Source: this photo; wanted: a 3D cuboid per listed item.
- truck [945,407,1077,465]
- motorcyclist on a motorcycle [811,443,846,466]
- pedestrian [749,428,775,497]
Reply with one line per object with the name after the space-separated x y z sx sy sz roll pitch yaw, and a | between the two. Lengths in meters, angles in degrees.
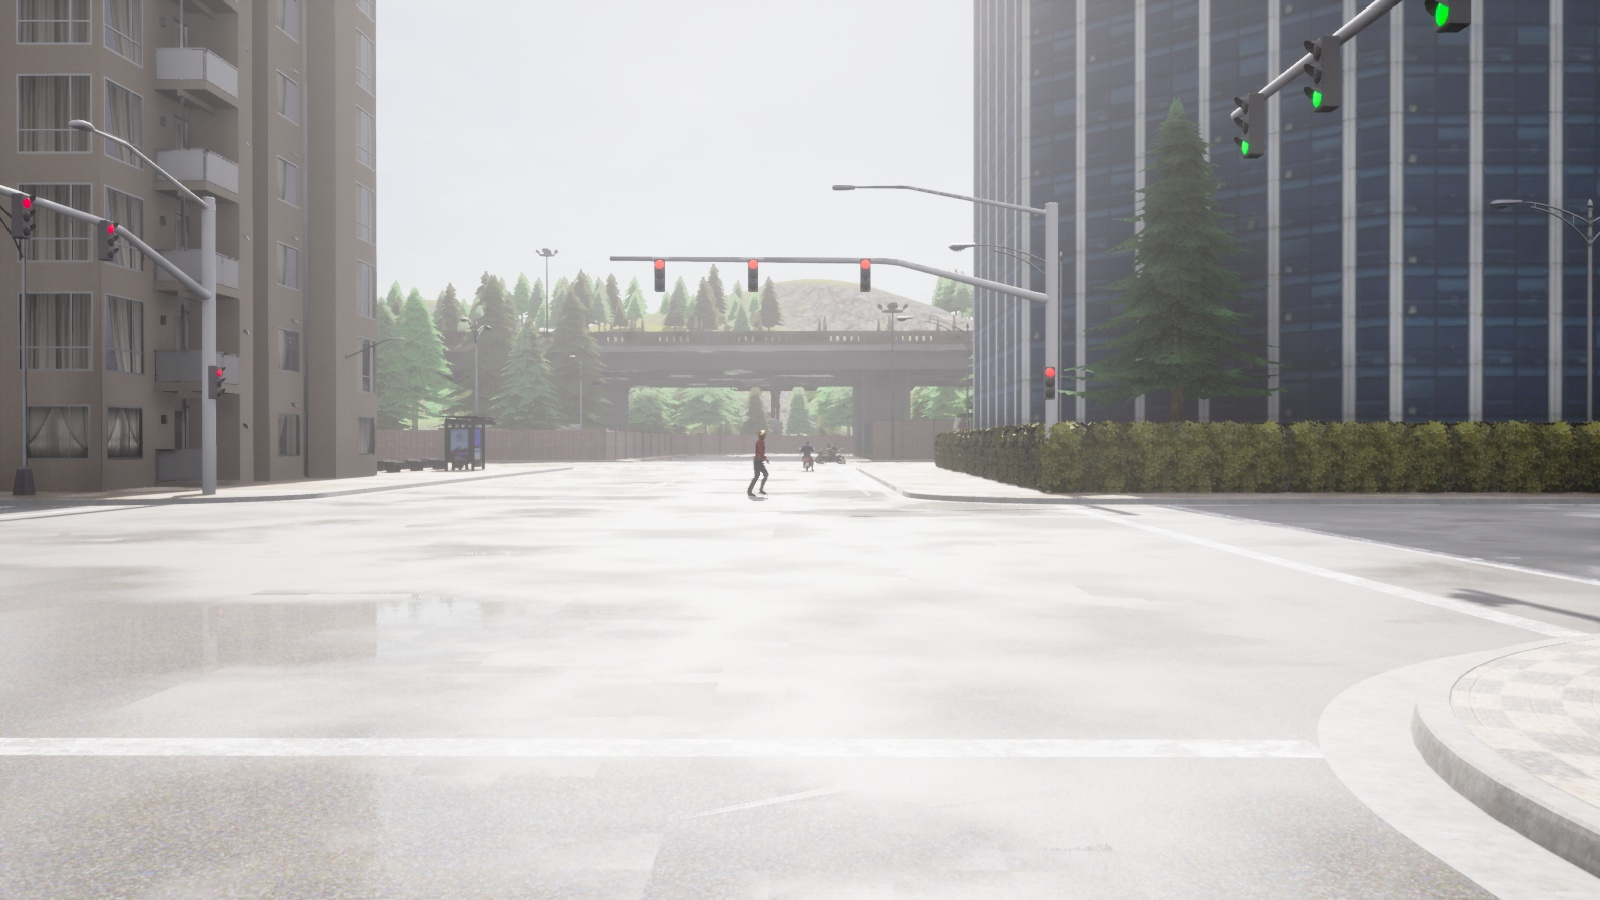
14.266 -0.945 85.444 8.468 3.827 2.891 0 0 0 | truck
1.915 0.276 83.979 2.191 1.530 0.866 0 1 -21 | motorcyclist on a motorcycle
-1.028 0.323 33.869 0.636 1.846 0.331 0 0 7 | pedestrian
